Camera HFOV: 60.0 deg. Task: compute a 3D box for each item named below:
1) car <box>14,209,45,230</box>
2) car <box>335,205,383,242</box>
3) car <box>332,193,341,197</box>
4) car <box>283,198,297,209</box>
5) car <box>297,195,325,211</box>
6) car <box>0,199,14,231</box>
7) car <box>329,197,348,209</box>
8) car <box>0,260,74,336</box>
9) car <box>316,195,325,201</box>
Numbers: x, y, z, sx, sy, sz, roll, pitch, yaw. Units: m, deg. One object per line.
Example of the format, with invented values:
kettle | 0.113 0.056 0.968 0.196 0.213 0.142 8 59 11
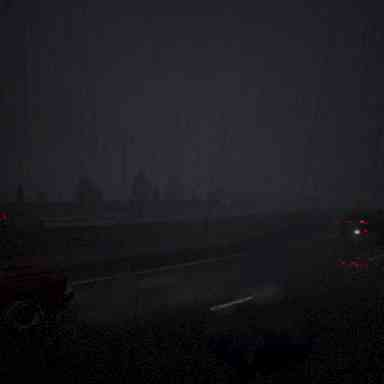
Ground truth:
car | -10.390 1.609 18.295 4.181 1.385 1.994 0 0 -38
car | 9.285 1.582 17.019 1.837 1.490 4.892 0 0 44
car | 34.685 1.183 79.899 2.150 2.045 5.566 0 0 22
car | 15.070 1.682 50.227 1.882 1.535 5.008 0 0 25
car | 15.798 1.405 43.867 2.150 2.045 5.566 0 0 28
car | -10.691 1.250 13.639 5.566 2.045 2.150 0 0 -36
car | 18.148 1.671 40.987 2.128 1.511 4.902 0 0 29
car | -4.372 1.611 5.048 4.718 1.301 1.895 0 0 -36
car | 31.441 1.434 81.212 1.882 1.535 5.008 0 0 22
